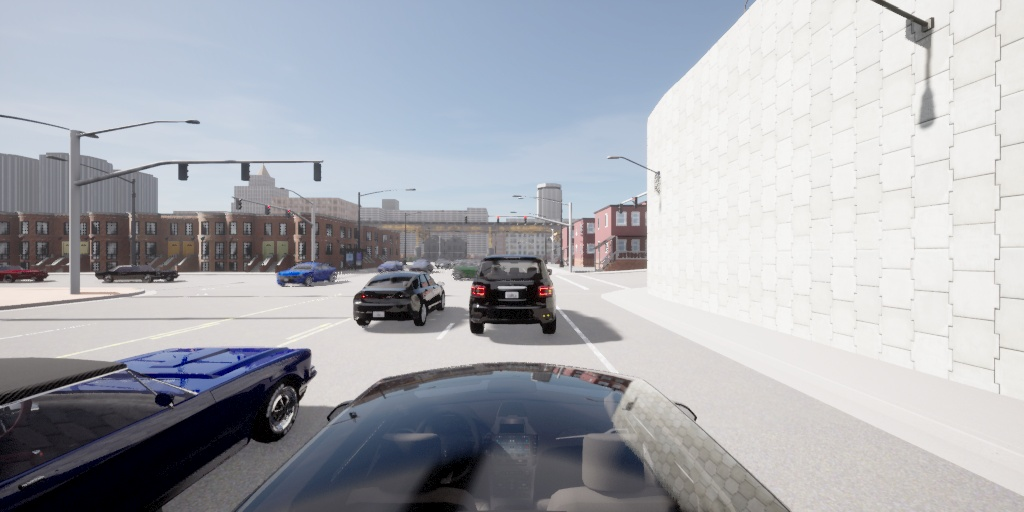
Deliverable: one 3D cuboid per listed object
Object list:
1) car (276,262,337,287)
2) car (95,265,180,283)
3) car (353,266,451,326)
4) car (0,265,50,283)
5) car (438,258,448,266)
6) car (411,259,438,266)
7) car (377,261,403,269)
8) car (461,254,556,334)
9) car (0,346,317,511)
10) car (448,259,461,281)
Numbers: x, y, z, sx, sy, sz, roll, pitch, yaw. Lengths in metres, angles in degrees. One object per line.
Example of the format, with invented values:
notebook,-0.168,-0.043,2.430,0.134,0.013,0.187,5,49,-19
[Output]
car,-14.107,1.227,24.902,1.882,1.535,5.008,0,0,0
car,-28.178,1.351,27.101,4.718,1.301,1.895,0,0,0
car,-3.422,1.255,11.645,1.837,1.490,4.892,0,0,0
car,-38.295,1.351,27.065,4.718,1.301,1.895,0,0,0
car,-10.603,1.242,56.215,2.128,1.511,4.902,0,0,0
car,-10.609,1.297,42.142,2.033,1.411,5.357,0,0,0
car,-14.183,1.276,42.216,1.812,1.442,4.674,0,0,1
car,0.062,0.971,10.755,2.150,2.045,5.566,0,0,1
car,-3.397,1.351,2.391,1.895,1.301,4.718,0,0,0
car,-2.491,1.102,29.042,4.553,1.767,2.097,0,0,24
